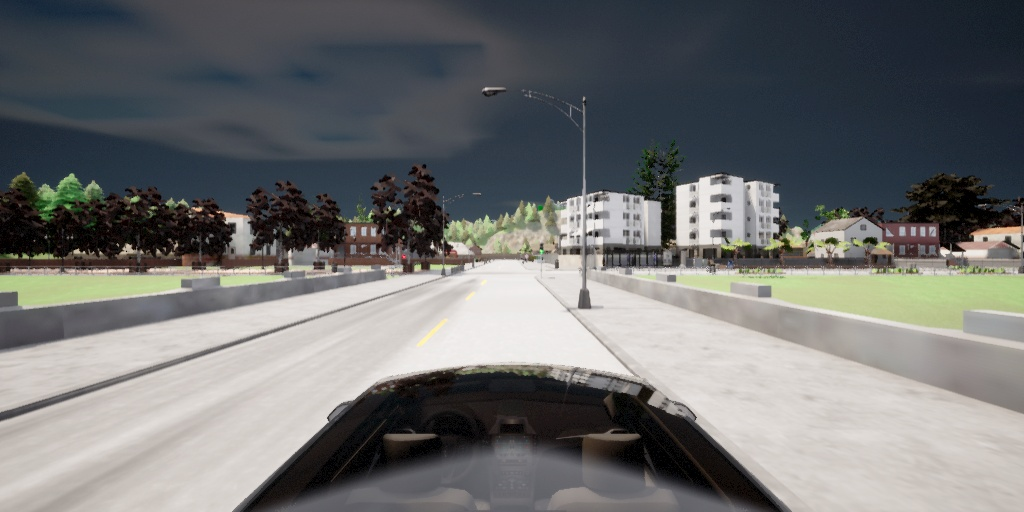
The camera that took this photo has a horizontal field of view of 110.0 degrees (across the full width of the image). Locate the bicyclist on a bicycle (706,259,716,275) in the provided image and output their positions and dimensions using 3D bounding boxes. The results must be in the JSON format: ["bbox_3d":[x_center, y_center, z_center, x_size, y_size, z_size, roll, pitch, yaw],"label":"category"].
[{"bbox_3d":[20.026,1.076,36.109,0.582,1.620,1.656,0,0,0],"label":"bicyclist on a bicycle"}]
